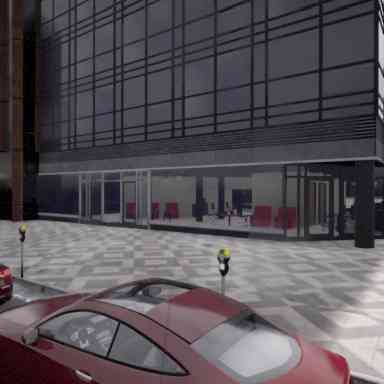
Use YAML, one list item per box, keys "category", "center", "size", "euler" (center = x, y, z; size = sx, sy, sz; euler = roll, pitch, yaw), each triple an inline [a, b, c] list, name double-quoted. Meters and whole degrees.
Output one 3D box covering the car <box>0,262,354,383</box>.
- category: "car"
  center: [-0.593, 1.582, 3.377]
  size: [4.206, 1.307, 1.802]
  euler: [0, 0, 35]
